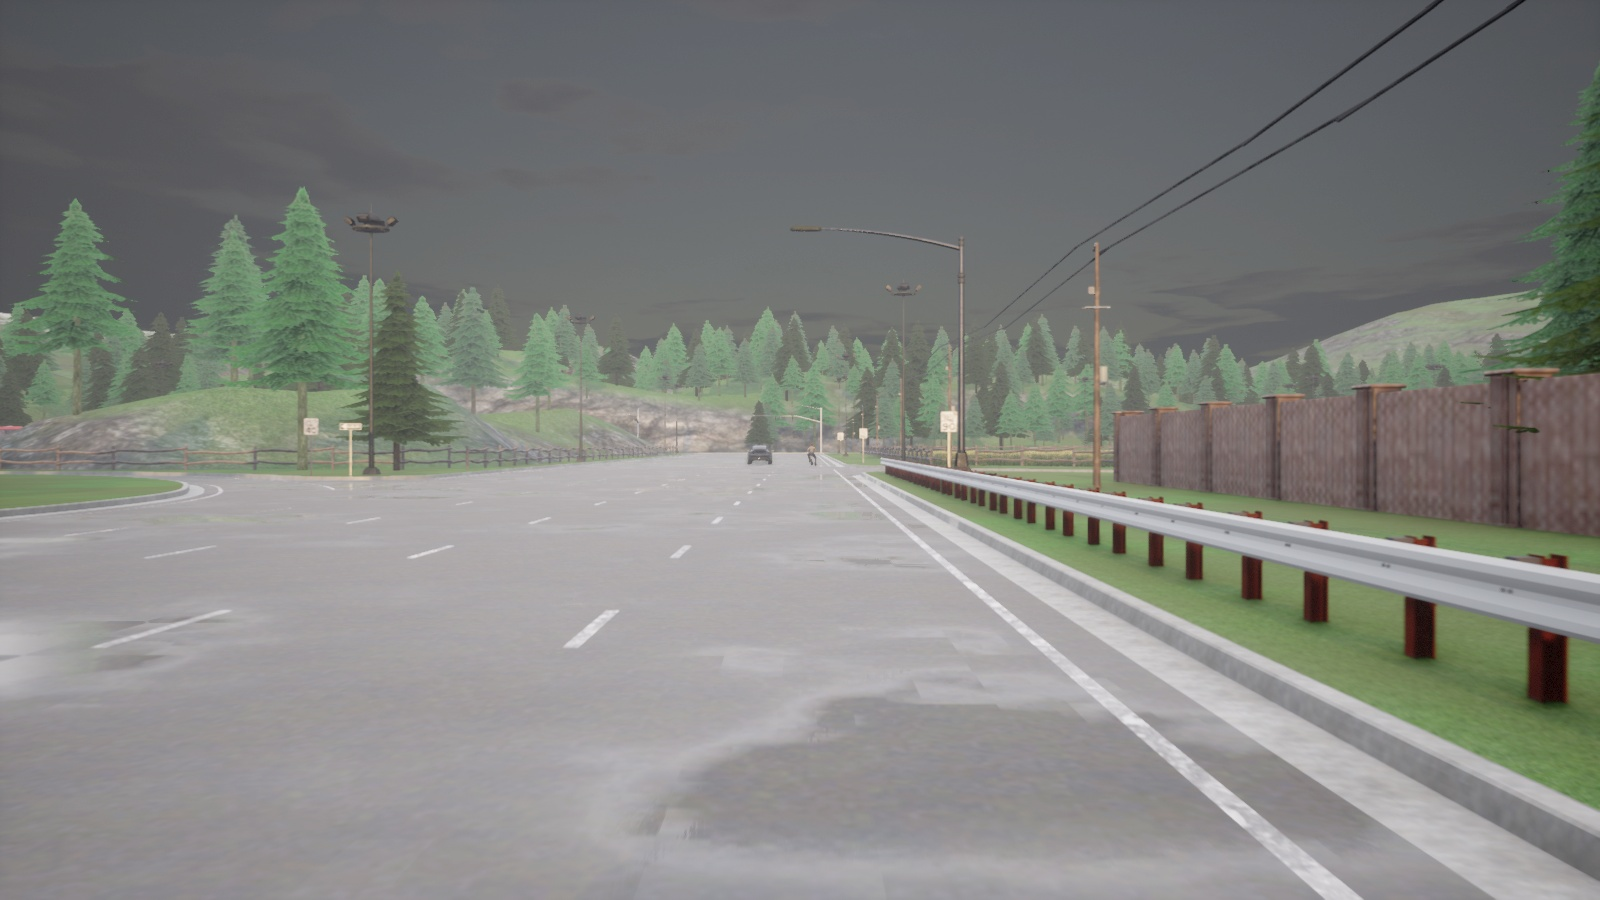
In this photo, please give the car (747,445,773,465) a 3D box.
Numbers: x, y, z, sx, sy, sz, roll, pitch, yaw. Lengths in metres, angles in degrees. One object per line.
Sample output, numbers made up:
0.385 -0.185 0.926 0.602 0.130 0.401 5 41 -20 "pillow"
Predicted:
-3.114 0.361 99.059 1.837 1.490 4.892 0 1 0 "car"
